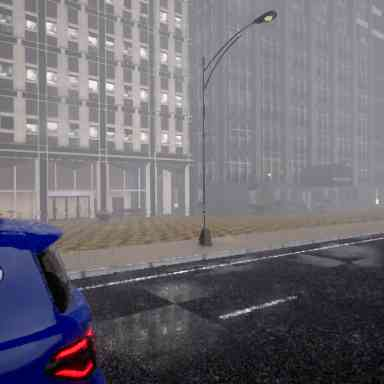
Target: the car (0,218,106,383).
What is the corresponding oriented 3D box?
[{"bbox_3d":[-3.197,1.222,1.409,5.566,2.045,2.150,0,0,-35],"label":"car"}]
